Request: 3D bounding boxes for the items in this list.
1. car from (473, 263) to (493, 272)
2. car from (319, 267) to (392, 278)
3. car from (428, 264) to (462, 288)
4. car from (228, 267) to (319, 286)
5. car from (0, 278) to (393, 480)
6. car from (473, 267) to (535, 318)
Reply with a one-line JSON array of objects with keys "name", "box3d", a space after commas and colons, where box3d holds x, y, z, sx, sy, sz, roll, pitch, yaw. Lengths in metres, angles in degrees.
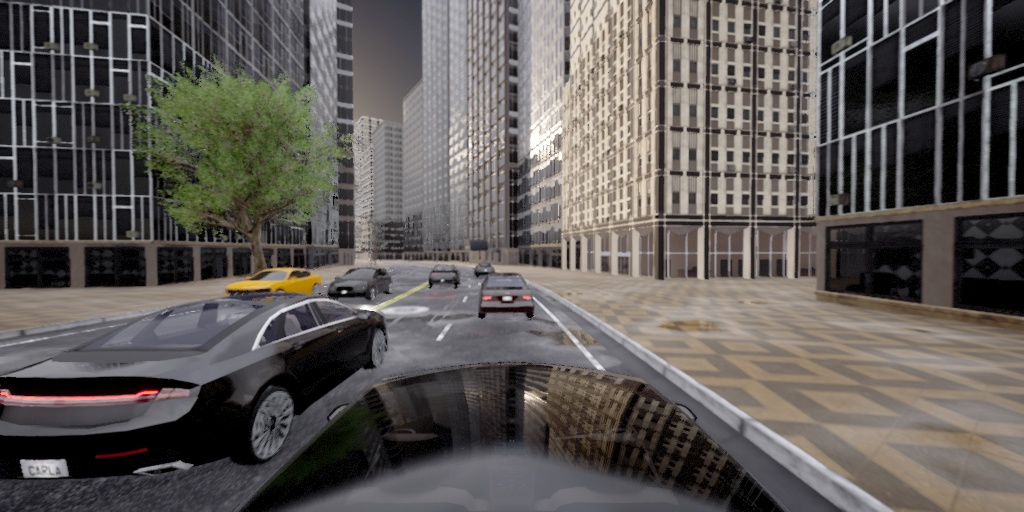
[{"name": "car", "box3d": [-2.887, 1.373, 37.066, 1.994, 1.385, 4.181, 0, 0, -9]}, {"name": "car", "box3d": [-7.203, 1.301, 17.499, 1.837, 1.490, 4.892, 0, -1, -4]}, {"name": "car", "box3d": [-4.444, 1.288, 24.087, 2.128, 1.511, 4.902, 0, 0, -6]}, {"name": "car", "box3d": [-10.373, 1.278, 16.030, 1.882, 1.535, 5.008, 0, 0, -3]}, {"name": "car", "box3d": [-3.251, 1.252, 4.895, 2.128, 1.511, 4.902, 0, 0, -1]}, {"name": "car", "box3d": [-0.286, 1.315, 13.179, 2.033, 1.411, 5.357, 0, 0, -3]}]
